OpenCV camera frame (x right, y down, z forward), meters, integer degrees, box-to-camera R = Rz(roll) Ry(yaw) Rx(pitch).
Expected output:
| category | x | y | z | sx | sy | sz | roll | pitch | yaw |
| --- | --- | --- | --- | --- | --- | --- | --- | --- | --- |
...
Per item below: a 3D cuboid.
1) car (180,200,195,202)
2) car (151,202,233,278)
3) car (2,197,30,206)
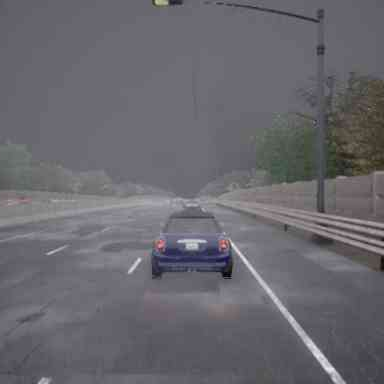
| category | x | y | z | sx | sy | sz | roll | pitch | yaw |
| --- | --- | --- | --- | --- | --- | --- | --- | --- | --- |
| car | -0.002 | 1.659 | 31.495 | 1.812 | 1.442 | 4.674 | 0 | -1 | 0 |
| car | 0.001 | 1.364 | 10.329 | 2.097 | 1.767 | 4.553 | 0 | 0 | 0 |
| car | -24.500 | 1.316 | 46.488 | 2.097 | 1.767 | 4.553 | 0 | -1 | 0 |
